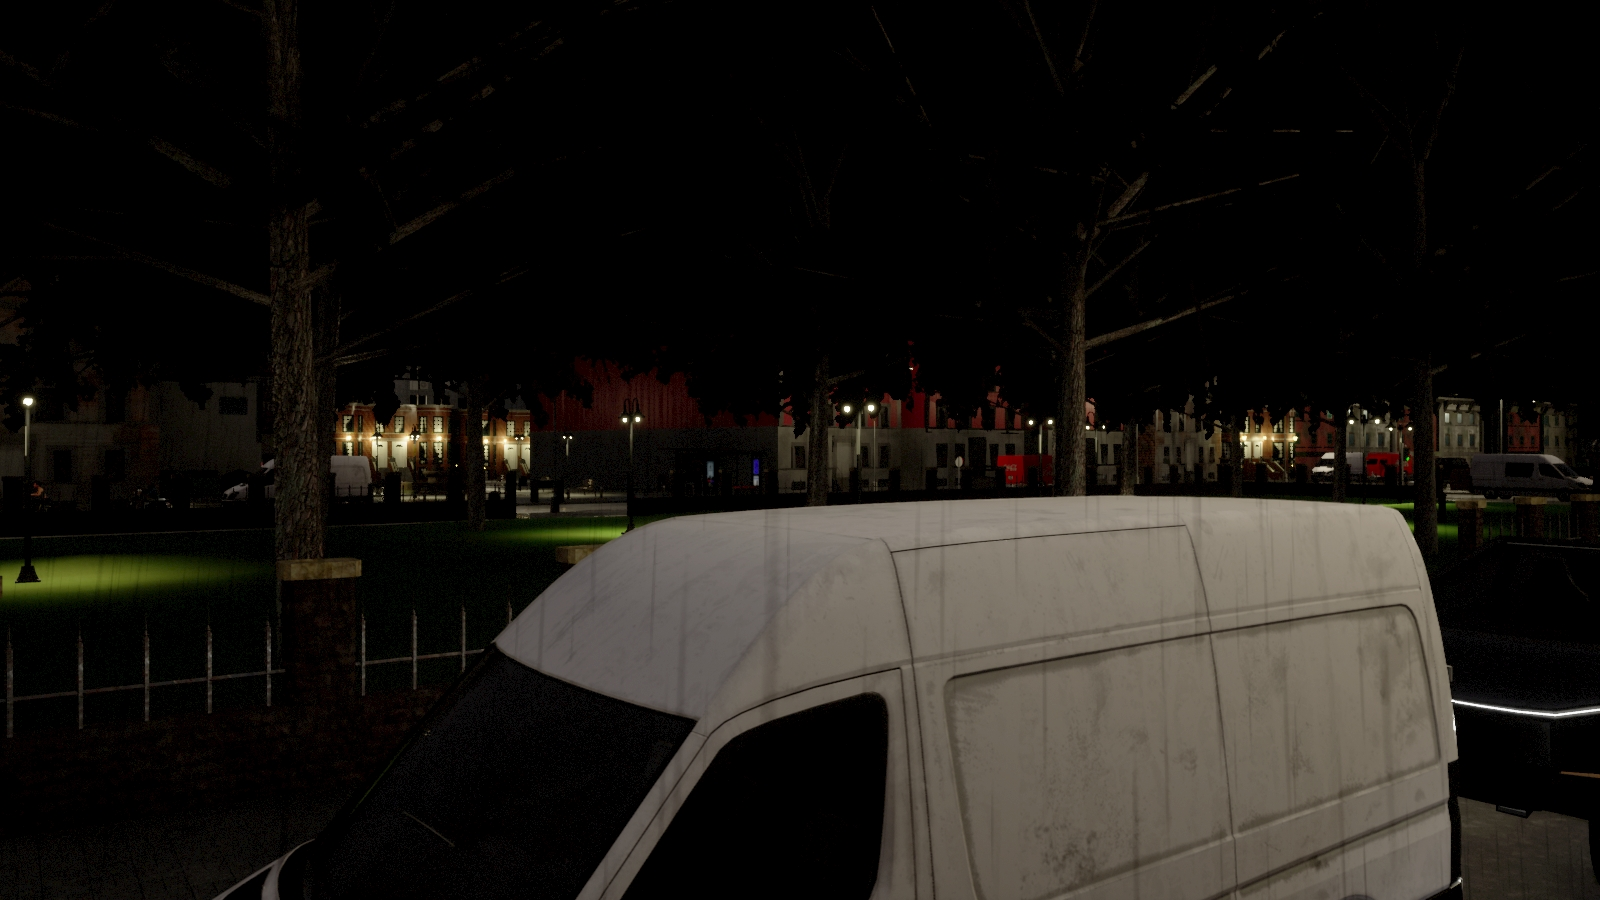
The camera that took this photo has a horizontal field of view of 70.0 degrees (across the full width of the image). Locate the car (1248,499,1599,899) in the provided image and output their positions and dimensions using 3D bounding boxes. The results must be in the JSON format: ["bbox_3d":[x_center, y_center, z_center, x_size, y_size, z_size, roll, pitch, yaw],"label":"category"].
[{"bbox_3d":[6.572,1.529,8.999,6.274,2.098,2.390,0,0,-32],"label":"car"}]

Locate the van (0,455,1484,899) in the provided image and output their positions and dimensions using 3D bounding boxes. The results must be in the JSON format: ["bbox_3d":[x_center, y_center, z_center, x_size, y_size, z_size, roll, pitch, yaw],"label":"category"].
[{"bbox_3d":[0.296,1.313,4.616,5.915,2.561,1.988,0,0,-35],"label":"van"}]
